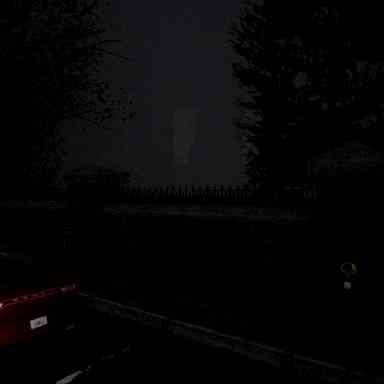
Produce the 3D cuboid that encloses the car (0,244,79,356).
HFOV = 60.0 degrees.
[{"bbox_3d":[-3.786,1.544,5.588,4.507,1.381,1.887,0,0,36],"label":"car"}]
